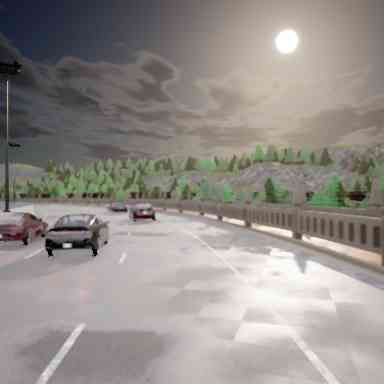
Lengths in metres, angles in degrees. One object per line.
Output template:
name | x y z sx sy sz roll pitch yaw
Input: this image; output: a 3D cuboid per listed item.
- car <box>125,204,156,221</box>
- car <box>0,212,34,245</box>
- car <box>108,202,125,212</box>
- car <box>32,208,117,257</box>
car | -4.533 1.783 30.028 2.163 1.488 4.792 0 0 -16
car | -8.473 1.716 16.239 1.812 1.442 4.674 0 0 -9
car | -9.905 1.997 44.310 1.994 1.385 4.181 0 0 -25
car | -4.549 1.636 13.732 2.128 1.511 4.902 0 0 -7
